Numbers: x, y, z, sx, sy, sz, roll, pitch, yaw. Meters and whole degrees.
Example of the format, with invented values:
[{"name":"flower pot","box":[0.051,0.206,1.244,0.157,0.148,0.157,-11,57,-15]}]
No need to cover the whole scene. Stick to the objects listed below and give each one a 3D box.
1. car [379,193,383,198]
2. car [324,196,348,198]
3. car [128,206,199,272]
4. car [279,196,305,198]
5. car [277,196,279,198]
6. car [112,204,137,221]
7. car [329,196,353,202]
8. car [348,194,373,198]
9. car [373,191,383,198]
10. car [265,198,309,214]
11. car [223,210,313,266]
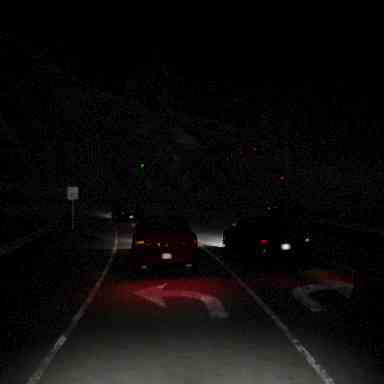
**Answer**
[{"name":"car","box":[38.996,1.436,64.148,4.181,1.385,1.994,0,0,-23]},{"name":"car","box":[24.510,1.417,59.088,4.892,1.490,1.837,0,0,-16]},{"name":"car","box":[-0.978,1.471,10.946,1.882,1.535,5.008,0,0,-8]},{"name":"car","box":[20.377,1.460,65.126,5.357,1.411,2.033,0,0,-17]},{"name":"car","box":[18.175,1.513,68.117,4.718,1.301,1.895,0,0,-17]},{"name":"car","box":[-5.415,1.597,27.295,1.895,1.301,4.718,0,0,-21]},{"name":"car","box":[32.619,1.484,72.789,4.718,1.301,1.895,0,0,-19]},{"name":"car","box":[34.994,1.386,69.999,4.892,1.490,1.837,0,0,-23]},{"name":"car","box":[45.751,0.782,80.396,5.566,2.045,2.150,0,0,-35]},{"name":"car","box":[9.145,1.524,32.078,4.181,1.385,1.994,0,0,-20]},{"name":"car","box":[2.441,1.551,11.626,1.994,1.385,4.181,0,0,-8]}]
